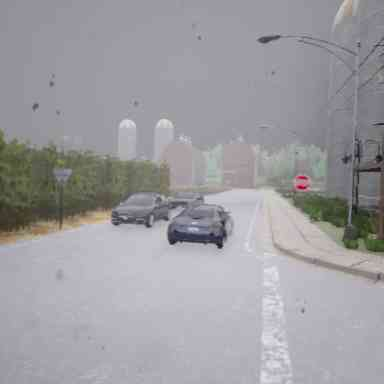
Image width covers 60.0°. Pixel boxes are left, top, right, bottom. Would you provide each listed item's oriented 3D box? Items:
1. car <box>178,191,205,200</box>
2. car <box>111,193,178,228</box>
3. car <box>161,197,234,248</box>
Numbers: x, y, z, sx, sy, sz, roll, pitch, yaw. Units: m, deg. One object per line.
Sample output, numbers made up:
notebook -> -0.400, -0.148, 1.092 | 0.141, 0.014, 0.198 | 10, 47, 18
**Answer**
car -> -0.217, 0.611, 26.434 | 2.033, 1.411, 5.357 | 2, 2, 13
car -> -2.377, 0.832, 16.886 | 1.837, 1.490, 4.892 | 2, 2, 12
car -> 0.488, 1.126, 12.775 | 1.994, 1.385, 4.181 | 2, 2, 12
